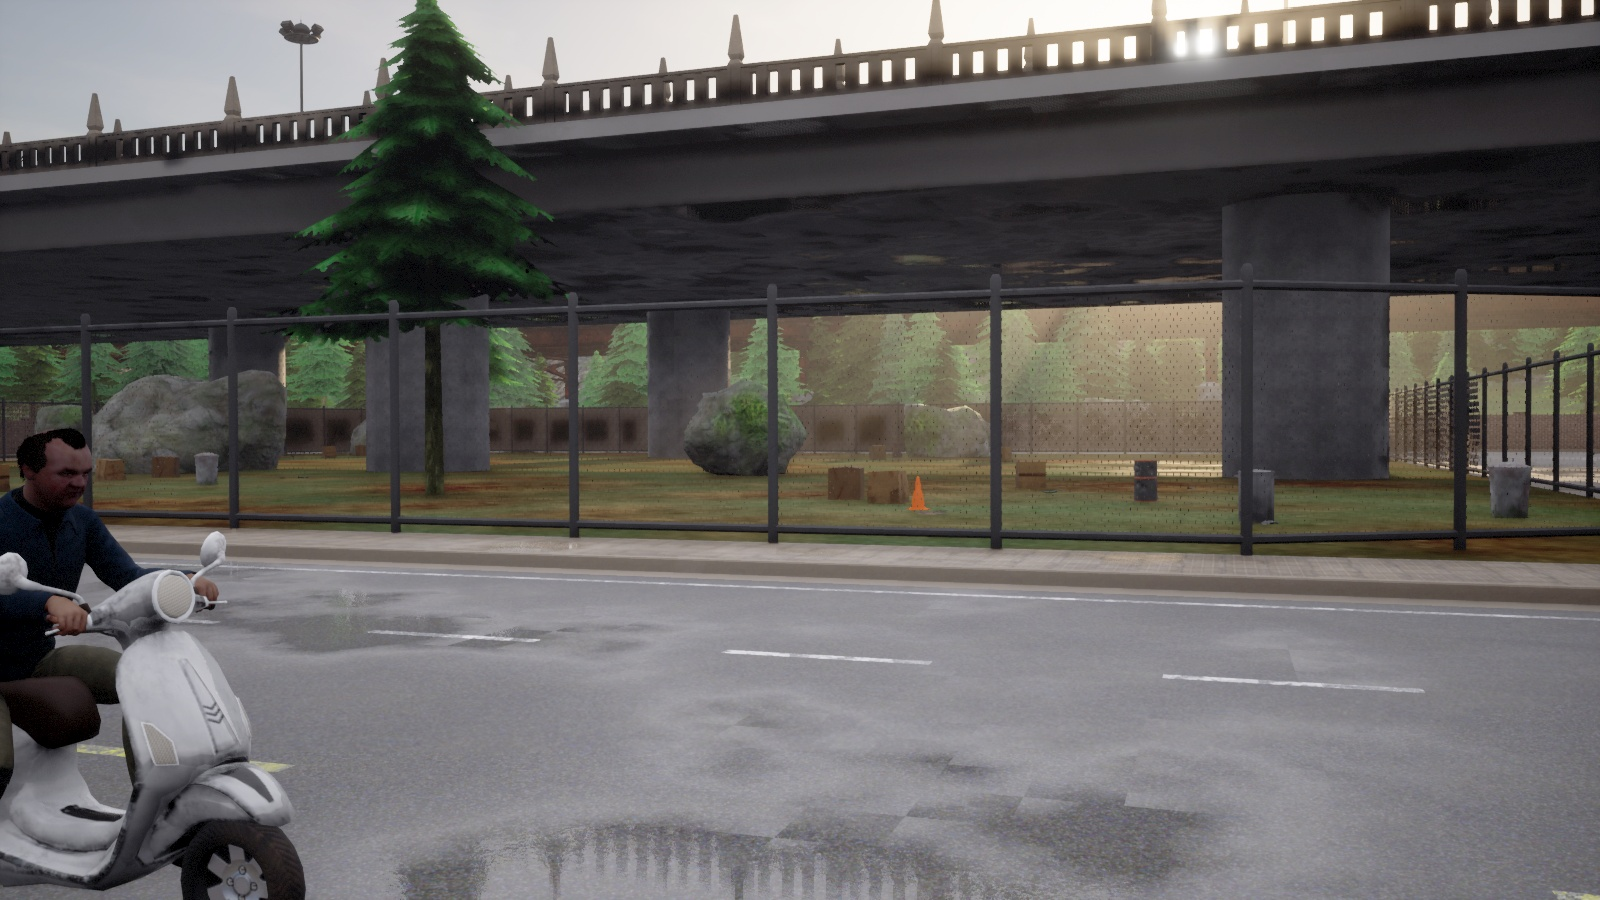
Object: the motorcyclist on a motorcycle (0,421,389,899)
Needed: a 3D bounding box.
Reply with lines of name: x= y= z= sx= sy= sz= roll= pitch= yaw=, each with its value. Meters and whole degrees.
motorcyclist on a motorcycle: x=-2.341 y=0.707 z=3.980 sx=1.817 sy=1.590 sz=0.866 roll=1 pitch=1 yaw=19
